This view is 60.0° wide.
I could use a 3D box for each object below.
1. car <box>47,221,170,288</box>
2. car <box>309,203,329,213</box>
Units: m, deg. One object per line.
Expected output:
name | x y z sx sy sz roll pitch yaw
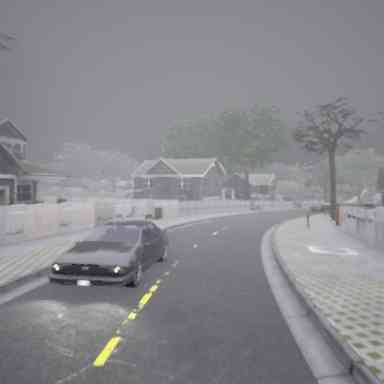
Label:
car | -1.944 1.570 9.698 2.033 1.411 5.357 1 0 8
car | 20.325 2.571 54.077 2.033 1.411 5.357 1 -1 31
